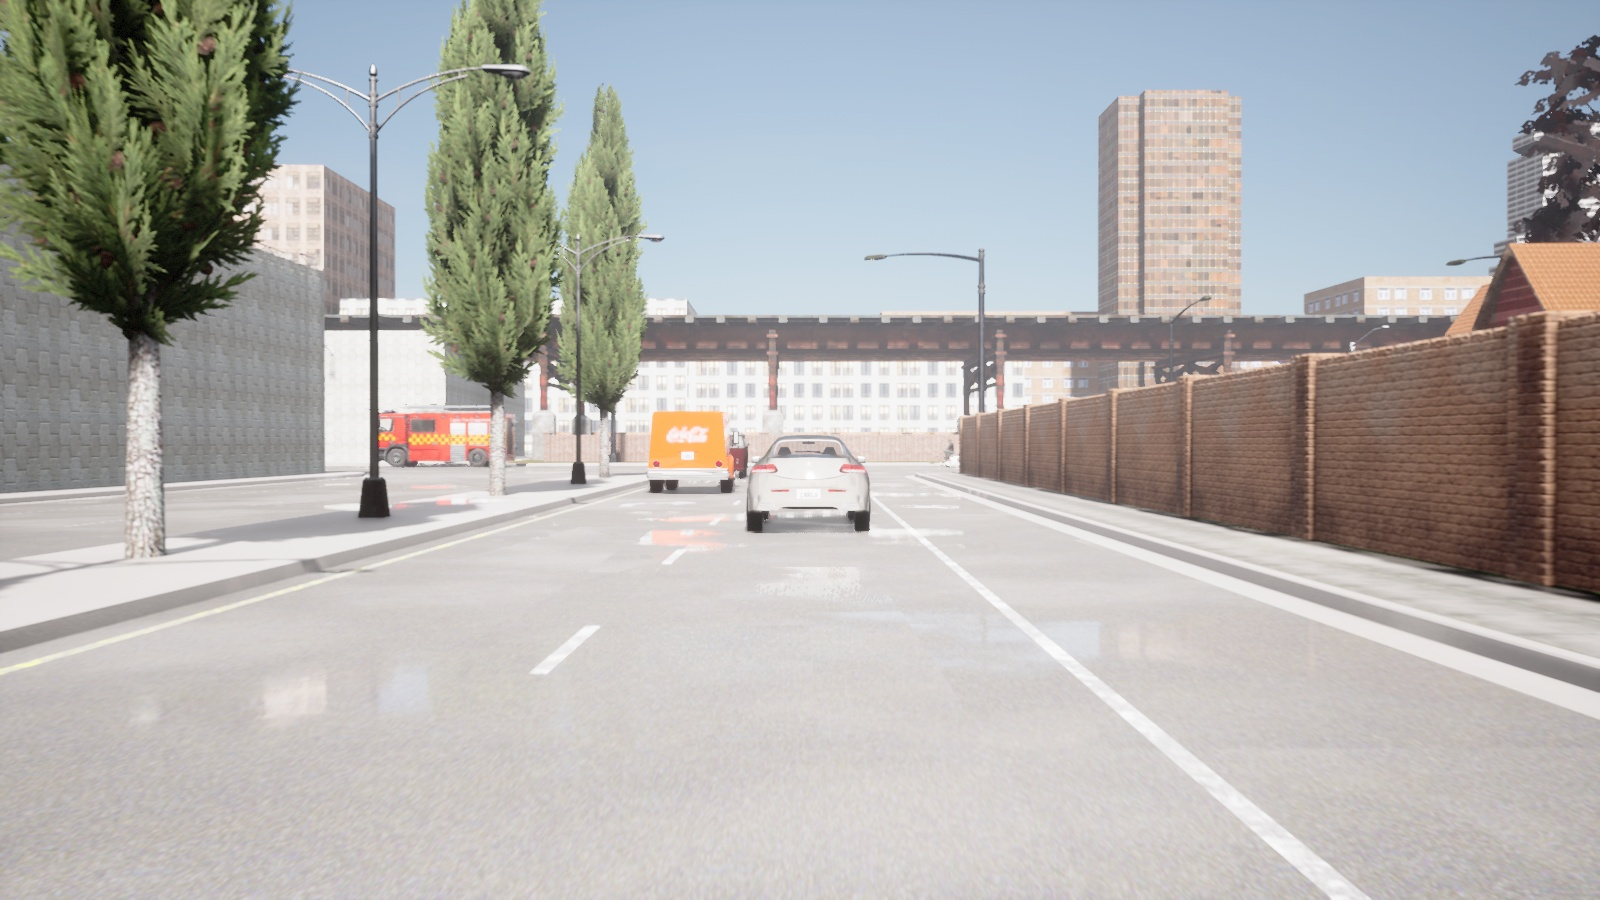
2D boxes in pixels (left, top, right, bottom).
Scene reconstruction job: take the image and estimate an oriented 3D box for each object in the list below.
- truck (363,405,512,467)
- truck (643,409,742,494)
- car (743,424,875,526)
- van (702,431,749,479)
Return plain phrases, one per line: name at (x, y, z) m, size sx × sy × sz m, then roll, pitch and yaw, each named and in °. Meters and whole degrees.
truck at (-22.540, -0.878, 78.410) m, size 8.468 × 3.827 × 2.891 m, roll 0°, pitch 0°, yaw 1°
truck at (-3.263, 0.036, 39.244) m, size 2.627 × 2.467 × 5.204 m, roll 0°, pitch 0°, yaw 0°
car at (0.155, 0.396, 22.990) m, size 2.152 × 1.651 × 5.027 m, roll 0°, pitch 0°, yaw 0°
van at (-3.176, 0.191, 54.198) m, size 1.775 × 1.987 × 4.442 m, roll 0°, pitch 0°, yaw 0°
